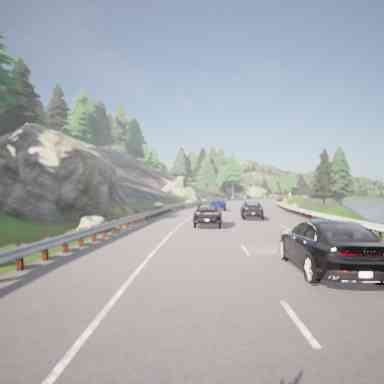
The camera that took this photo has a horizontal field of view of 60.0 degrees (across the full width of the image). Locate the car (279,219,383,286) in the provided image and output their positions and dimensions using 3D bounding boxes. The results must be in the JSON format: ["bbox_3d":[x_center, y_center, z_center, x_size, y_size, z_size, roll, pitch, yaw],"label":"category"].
[{"bbox_3d":[3.850,1.546,9.614,1.837,1.490,4.892,0,0,2],"label":"car"}]

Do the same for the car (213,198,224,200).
[{"bbox_3d":[3.407,1.556,42.488,1.882,1.535,5.008,0,0,9],"label":"car"}]

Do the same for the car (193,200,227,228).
[{"bbox_3d":[1.119,1.528,22.837,2.128,1.511,4.902,0,0,5],"label":"car"}]

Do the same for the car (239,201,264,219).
[{"bbox_3d":[5.271,1.569,29.576,2.128,1.511,4.902,0,0,6],"label":"car"}]
